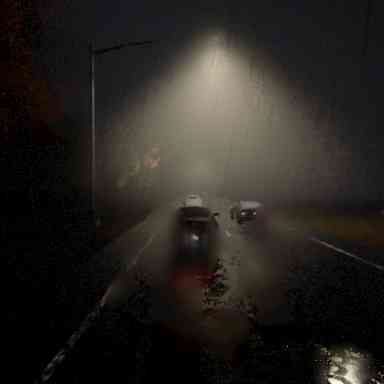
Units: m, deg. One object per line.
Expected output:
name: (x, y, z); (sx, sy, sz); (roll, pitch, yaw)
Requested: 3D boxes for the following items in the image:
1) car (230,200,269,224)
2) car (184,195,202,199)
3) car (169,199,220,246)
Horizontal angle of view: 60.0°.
car: (3.600, 1.230, 21.493); (2.033, 1.411, 5.357); (0, 1, 0)
car: (0.099, 1.007, 34.900); (1.812, 1.442, 4.674); (0, 1, 0)
car: (0.099, 1.302, 14.004); (1.837, 1.490, 4.892); (0, 1, 0)
